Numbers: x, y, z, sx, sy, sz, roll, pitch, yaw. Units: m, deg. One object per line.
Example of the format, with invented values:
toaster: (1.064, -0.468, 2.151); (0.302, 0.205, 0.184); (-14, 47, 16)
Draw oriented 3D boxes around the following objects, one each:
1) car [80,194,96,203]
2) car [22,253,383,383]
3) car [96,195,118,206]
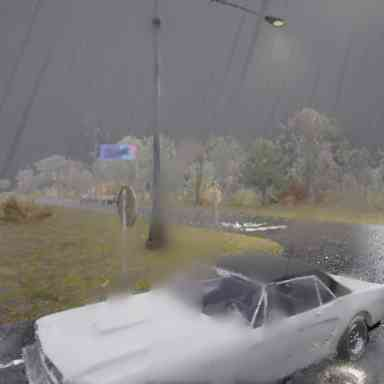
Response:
car: (-18.403, 1.082, 59.430); (2.097, 1.767, 4.553); (0, 0, -34)
car: (0.513, 1.580, 4.253); (4.718, 1.301, 1.895); (-1, 0, -35)
car: (-12.699, 1.255, 50.964); (1.837, 1.490, 4.892); (0, 0, -34)
